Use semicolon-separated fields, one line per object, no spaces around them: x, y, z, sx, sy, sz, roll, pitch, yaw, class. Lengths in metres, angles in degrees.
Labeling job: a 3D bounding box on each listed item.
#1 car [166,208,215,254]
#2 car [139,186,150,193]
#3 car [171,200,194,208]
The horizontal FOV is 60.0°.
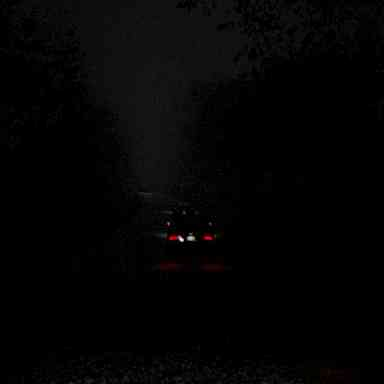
-0.097;1.646;14.011;2.033;1.411;5.357;0;0;-1;car
-10.241;-0.597;70.836;1.812;1.442;4.674;1;2;-14;car
-0.820;1.415;29.440;1.812;1.442;4.674;1;2;-4;car
